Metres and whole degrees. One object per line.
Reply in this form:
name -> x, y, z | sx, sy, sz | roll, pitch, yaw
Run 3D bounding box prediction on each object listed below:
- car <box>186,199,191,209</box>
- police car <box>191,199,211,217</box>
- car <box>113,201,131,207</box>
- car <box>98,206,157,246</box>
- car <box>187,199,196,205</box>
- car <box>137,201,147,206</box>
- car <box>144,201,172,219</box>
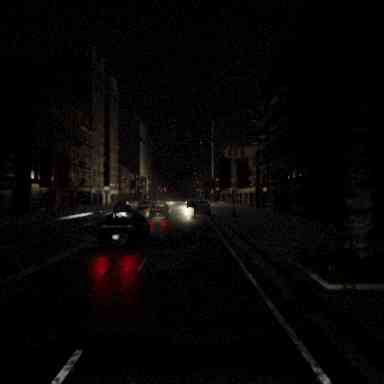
car -> -0.025, 2.225, 56.708 | 1.895, 1.301, 4.718 | 0, -1, 0
police car -> 1.121, 1.843, 37.469 | 1.930, 1.638, 5.238 | 0, -1, 0
car -> -9.846, 2.015, 47.314 | 2.128, 1.511, 4.902 | 0, -1, 0
car -> -3.157, 1.673, 16.163 | 2.128, 1.511, 4.902 | 0, -1, 0
car -> -0.032, 2.198, 72.023 | 1.895, 1.301, 4.718 | 0, -1, 0
car -> -6.600, 1.993, 46.679 | 1.882, 1.535, 5.008 | 0, -1, 0
car -> -3.165, 1.864, 33.364 | 2.128, 1.511, 4.902 | 0, -1, 0
